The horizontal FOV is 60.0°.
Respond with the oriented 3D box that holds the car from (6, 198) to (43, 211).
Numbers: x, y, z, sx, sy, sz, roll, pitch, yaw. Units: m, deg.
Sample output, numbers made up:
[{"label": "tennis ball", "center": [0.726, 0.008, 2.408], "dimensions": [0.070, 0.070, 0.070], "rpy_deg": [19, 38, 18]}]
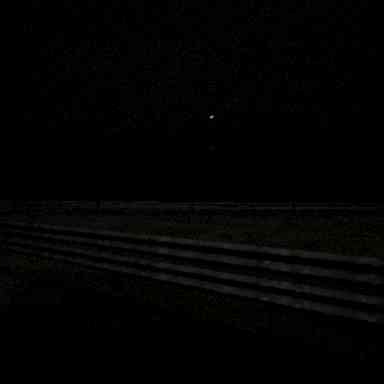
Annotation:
[{"label": "car", "center": [-21.537, 1.542, 42.731], "dimensions": [4.553, 1.767, 2.097], "rpy_deg": [0, 0, 15]}]
